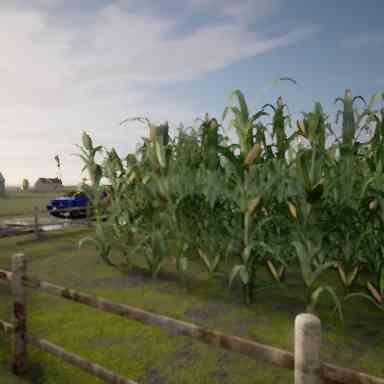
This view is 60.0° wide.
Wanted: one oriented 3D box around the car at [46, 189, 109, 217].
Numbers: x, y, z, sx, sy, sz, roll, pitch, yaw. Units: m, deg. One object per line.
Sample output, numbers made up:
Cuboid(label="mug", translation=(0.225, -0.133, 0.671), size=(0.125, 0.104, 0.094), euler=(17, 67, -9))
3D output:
Cuboid(label="car", translation=(-8.919, 0.786, 26.597), size=(2.150, 2.045, 5.566), euler=(1, 2, 22))
